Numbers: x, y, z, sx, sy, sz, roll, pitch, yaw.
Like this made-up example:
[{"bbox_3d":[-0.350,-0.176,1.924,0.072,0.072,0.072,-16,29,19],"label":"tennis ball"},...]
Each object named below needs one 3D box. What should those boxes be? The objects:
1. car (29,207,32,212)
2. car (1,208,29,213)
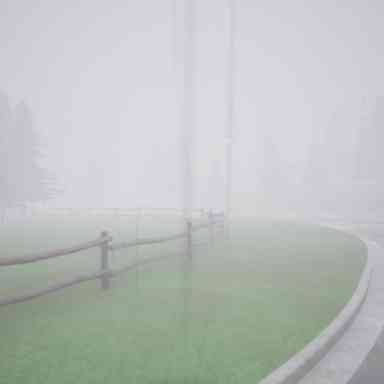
[{"bbox_3d":[-34.758,3.397,68.147,4.892,1.490,1.837,-2,-1,29],"label":"car"},{"bbox_3d":[-34.619,3.048,64.070,5.566,2.045,2.150,-2,-1,29],"label":"car"}]
